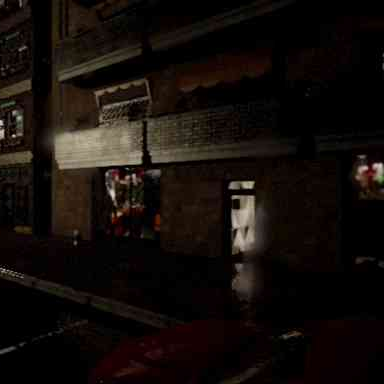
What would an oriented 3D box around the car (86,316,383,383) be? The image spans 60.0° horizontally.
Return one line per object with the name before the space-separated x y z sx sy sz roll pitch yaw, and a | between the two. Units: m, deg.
car | 1.178 1.544 2.039 4.507 1.381 1.887 0 0 35
